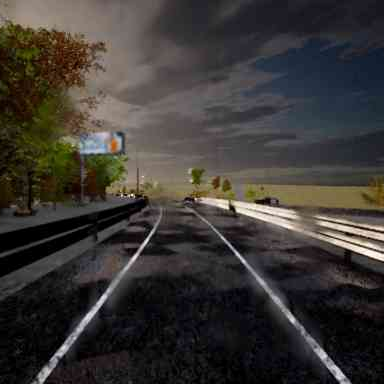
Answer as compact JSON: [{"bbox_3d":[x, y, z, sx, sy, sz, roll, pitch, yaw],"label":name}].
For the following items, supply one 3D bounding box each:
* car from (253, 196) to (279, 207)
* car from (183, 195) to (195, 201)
[{"bbox_3d":[10.578,1.356,47.808,2.128,1.511,4.902,0,0,-20],"label":"car"},{"bbox_3d":[-0.575,1.507,78.929,1.994,1.385,4.181,0,0,-20],"label":"car"}]
